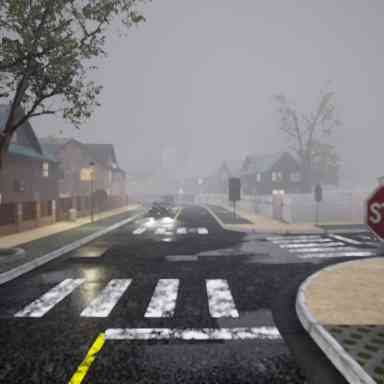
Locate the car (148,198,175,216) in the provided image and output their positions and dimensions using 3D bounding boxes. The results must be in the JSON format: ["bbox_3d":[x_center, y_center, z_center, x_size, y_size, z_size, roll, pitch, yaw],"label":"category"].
[{"bbox_3d":[-2.847,1.478,30.503,1.895,1.301,4.718,0,0,0],"label":"car"}]

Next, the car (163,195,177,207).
[{"bbox_3d":[-3.241,1.184,45.852,2.097,1.767,4.553,0,-1,-6],"label":"car"}]
